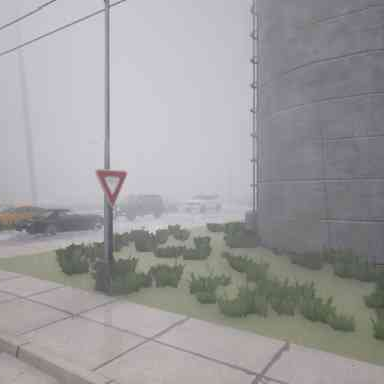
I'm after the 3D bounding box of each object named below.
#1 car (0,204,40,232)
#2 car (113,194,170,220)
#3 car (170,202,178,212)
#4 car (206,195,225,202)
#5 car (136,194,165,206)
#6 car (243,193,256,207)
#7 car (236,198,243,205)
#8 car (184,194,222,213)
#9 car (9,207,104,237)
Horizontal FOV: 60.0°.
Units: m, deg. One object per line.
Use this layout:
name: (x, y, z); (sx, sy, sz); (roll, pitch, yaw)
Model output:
car: (-10.231, 1.478, 19.392); (1.882, 1.535, 5.008); (0, 0, 33)
car: (-4.587, 1.221, 28.025); (2.150, 2.045, 5.566); (0, 0, 33)
car: (-3.680, 1.480, 36.936); (4.611, 1.667, 2.242); (0, 0, 34)
car: (5.265, 1.521, 74.783); (3.905, 1.438, 1.784); (0, 0, 34)
car: (-6.994, 1.310, 55.939); (4.605, 1.855, 1.932); (0, 0, 34)
car: (10.332, 1.207, 50.667); (2.150, 2.045, 5.566); (0, 0, 33)
car: (9.682, 1.313, 57.120); (3.866, 1.878, 1.905); (0, 0, 34)
car: (1.319, 1.218, 37.047); (2.150, 2.045, 5.566); (0, 0, 33)
car: (-6.945, 1.601, 18.118); (1.895, 1.301, 4.718); (0, 0, 34)
